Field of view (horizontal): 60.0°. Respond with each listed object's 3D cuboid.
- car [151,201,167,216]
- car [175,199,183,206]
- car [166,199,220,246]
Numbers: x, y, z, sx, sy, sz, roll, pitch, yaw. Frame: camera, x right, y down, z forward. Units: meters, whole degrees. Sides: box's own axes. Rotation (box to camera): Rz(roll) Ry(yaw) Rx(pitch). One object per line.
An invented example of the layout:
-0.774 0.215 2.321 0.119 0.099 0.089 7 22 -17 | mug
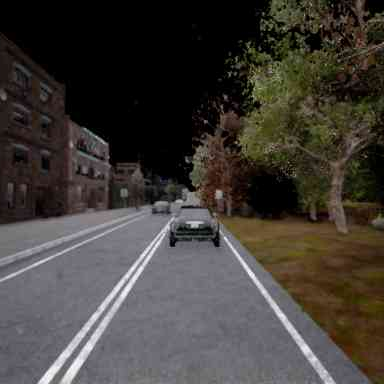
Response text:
-3.272 1.726 36.139 1.837 1.490 4.892 0 -1 0 | car
-2.962 2.391 77.035 1.812 1.442 4.674 0 -1 0 | car
0.115 1.384 15.494 2.097 1.767 4.553 0 0 0 | car
